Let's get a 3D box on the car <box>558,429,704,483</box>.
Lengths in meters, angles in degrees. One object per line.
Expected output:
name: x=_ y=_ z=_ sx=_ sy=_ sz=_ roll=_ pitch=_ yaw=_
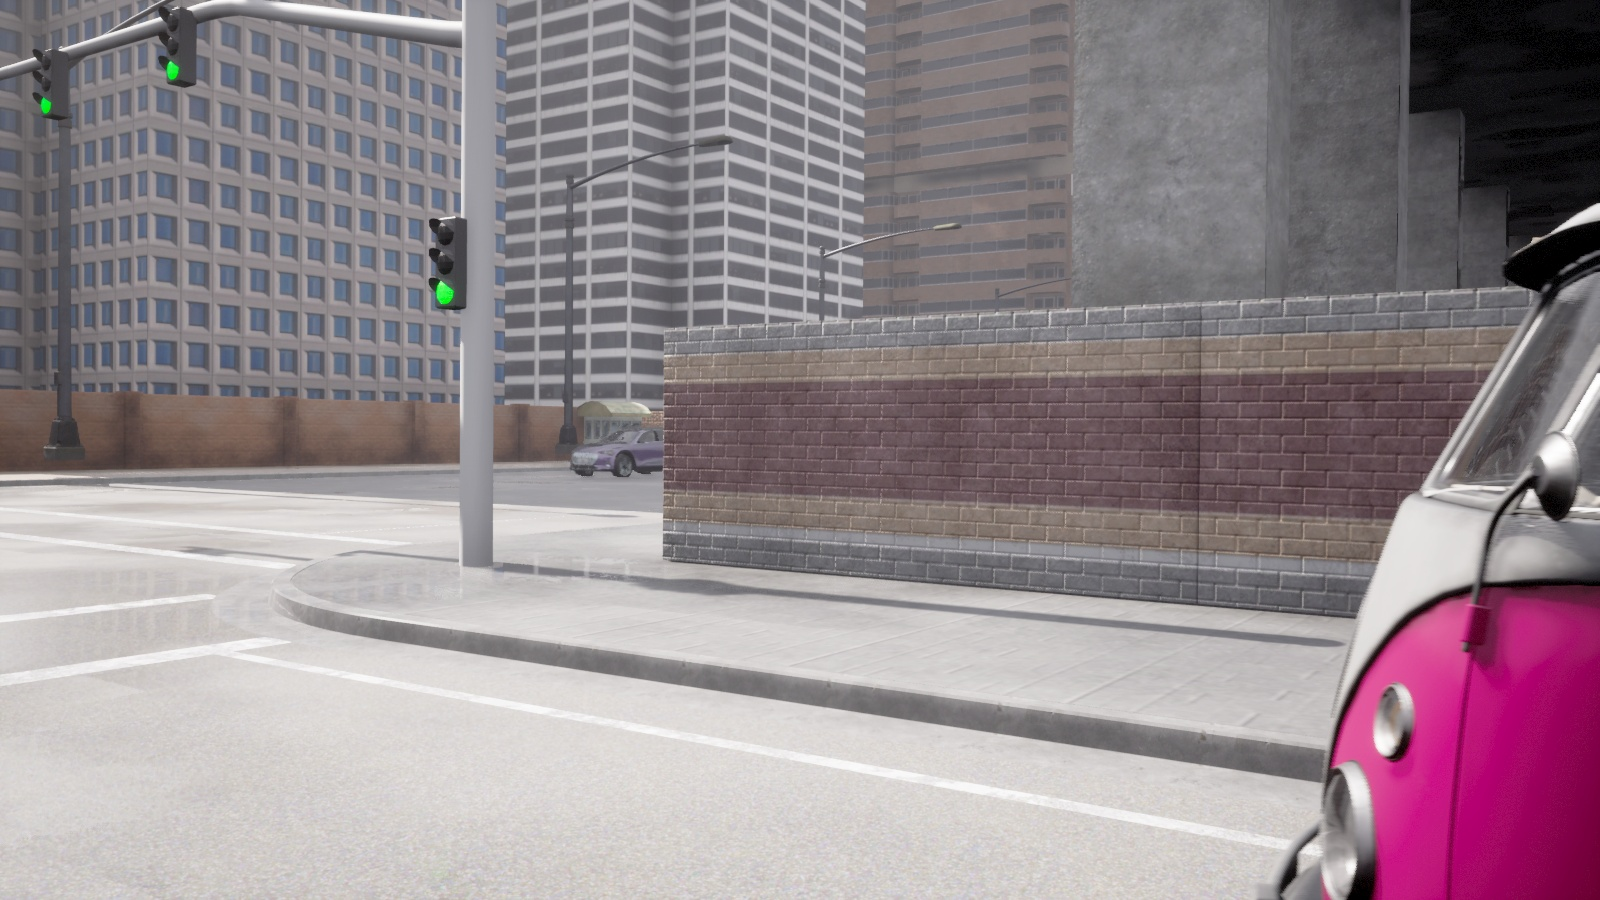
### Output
car: x=-5.489 y=0.147 z=41.335 sx=2.033 sy=1.649 sz=4.856 roll=0 pitch=1 yaw=34

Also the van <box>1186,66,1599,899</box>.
van: x=2.997 y=0.435 z=1.628 sx=4.442 sy=1.987 sz=1.775 roll=0 pitch=1 yaw=34
